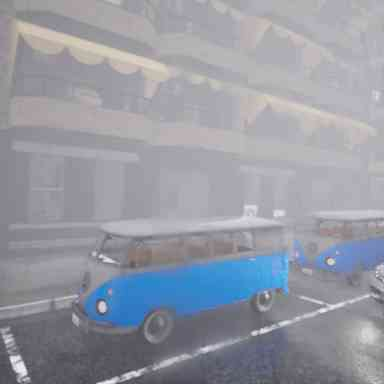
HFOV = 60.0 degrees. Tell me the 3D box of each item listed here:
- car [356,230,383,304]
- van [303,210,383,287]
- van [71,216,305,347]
[{"bbox_3d":[5.690,1.601,7.116,4.674,1.442,1.812,1,0,-35],"label":"car"},{"bbox_3d":[4.531,1.419,9.291,3.998,1.788,1.690,1,1,-35],"label":"van"},{"bbox_3d":[0.024,1.369,6.083,3.998,1.788,1.690,1,1,-35],"label":"van"}]
